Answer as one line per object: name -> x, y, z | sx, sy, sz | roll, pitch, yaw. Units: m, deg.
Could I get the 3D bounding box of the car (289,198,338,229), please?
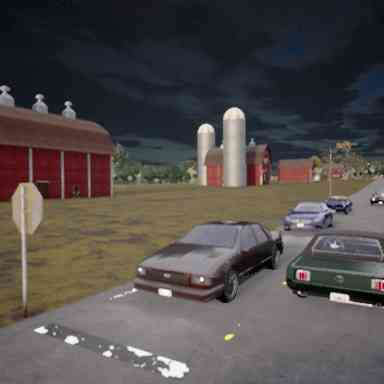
car -> 6.292, 1.256, 17.654 | 1.812, 1.442, 4.674 | 0, 1, 31

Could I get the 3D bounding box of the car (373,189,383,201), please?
car -> 24.570, 0.354, 42.961 | 1.895, 1.301, 4.718 | 0, 2, 31

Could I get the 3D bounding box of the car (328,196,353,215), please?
car -> 11.780, 1.024, 26.923 | 1.895, 1.301, 4.718 | 0, 2, 31

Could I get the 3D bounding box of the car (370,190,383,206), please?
car -> 19.543, 0.688, 34.353 | 1.895, 1.301, 4.718 | 0, 2, 31

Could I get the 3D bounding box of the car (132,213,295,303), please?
car -> 0.858, 1.455, 8.469 | 2.033, 1.411, 5.357 | 0, 1, 31

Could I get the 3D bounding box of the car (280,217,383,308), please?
car -> 3.675, 1.511, 7.634 | 1.895, 1.301, 4.718 | 0, 1, 31
